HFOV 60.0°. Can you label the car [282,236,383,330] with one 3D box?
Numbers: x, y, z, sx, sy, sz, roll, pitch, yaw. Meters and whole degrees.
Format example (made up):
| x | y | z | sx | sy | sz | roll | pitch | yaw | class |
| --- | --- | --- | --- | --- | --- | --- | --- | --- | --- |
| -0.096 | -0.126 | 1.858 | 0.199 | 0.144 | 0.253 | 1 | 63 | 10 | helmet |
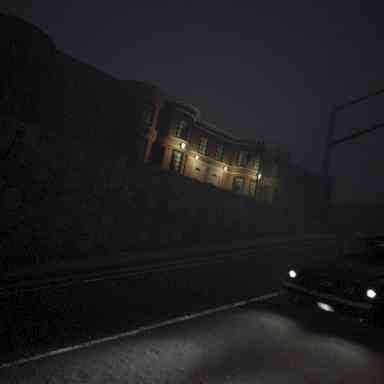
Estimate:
| x | y | z | sx | sy | sz | roll | pitch | yaw | class |
| --- | --- | --- | --- | --- | --- | --- | --- | --- | --- |
| 4.036 | 1.649 | 6.879 | 4.718 | 1.301 | 1.895 | 1 | 0 | -36 | car |
